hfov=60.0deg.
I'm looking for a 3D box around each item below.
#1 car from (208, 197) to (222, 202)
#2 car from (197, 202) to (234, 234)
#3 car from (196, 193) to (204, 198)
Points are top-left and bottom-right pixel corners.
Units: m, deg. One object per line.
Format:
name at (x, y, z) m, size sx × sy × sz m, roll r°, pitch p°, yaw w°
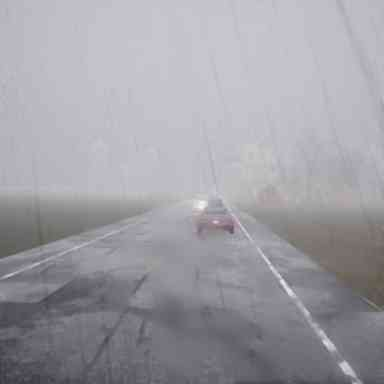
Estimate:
car at (3.014, 1.340, 42.965) m, size 2.128 × 1.511 × 4.902 m, roll 1°, pitch 0°, yaw 4°
car at (1.354, 1.496, 18.967) m, size 1.994 × 1.385 × 4.181 m, roll 1°, pitch 0°, yaw 4°
car at (1.963, 1.031, 79.388) m, size 1.882 × 1.535 × 5.008 m, roll 1°, pitch 0°, yaw 4°
